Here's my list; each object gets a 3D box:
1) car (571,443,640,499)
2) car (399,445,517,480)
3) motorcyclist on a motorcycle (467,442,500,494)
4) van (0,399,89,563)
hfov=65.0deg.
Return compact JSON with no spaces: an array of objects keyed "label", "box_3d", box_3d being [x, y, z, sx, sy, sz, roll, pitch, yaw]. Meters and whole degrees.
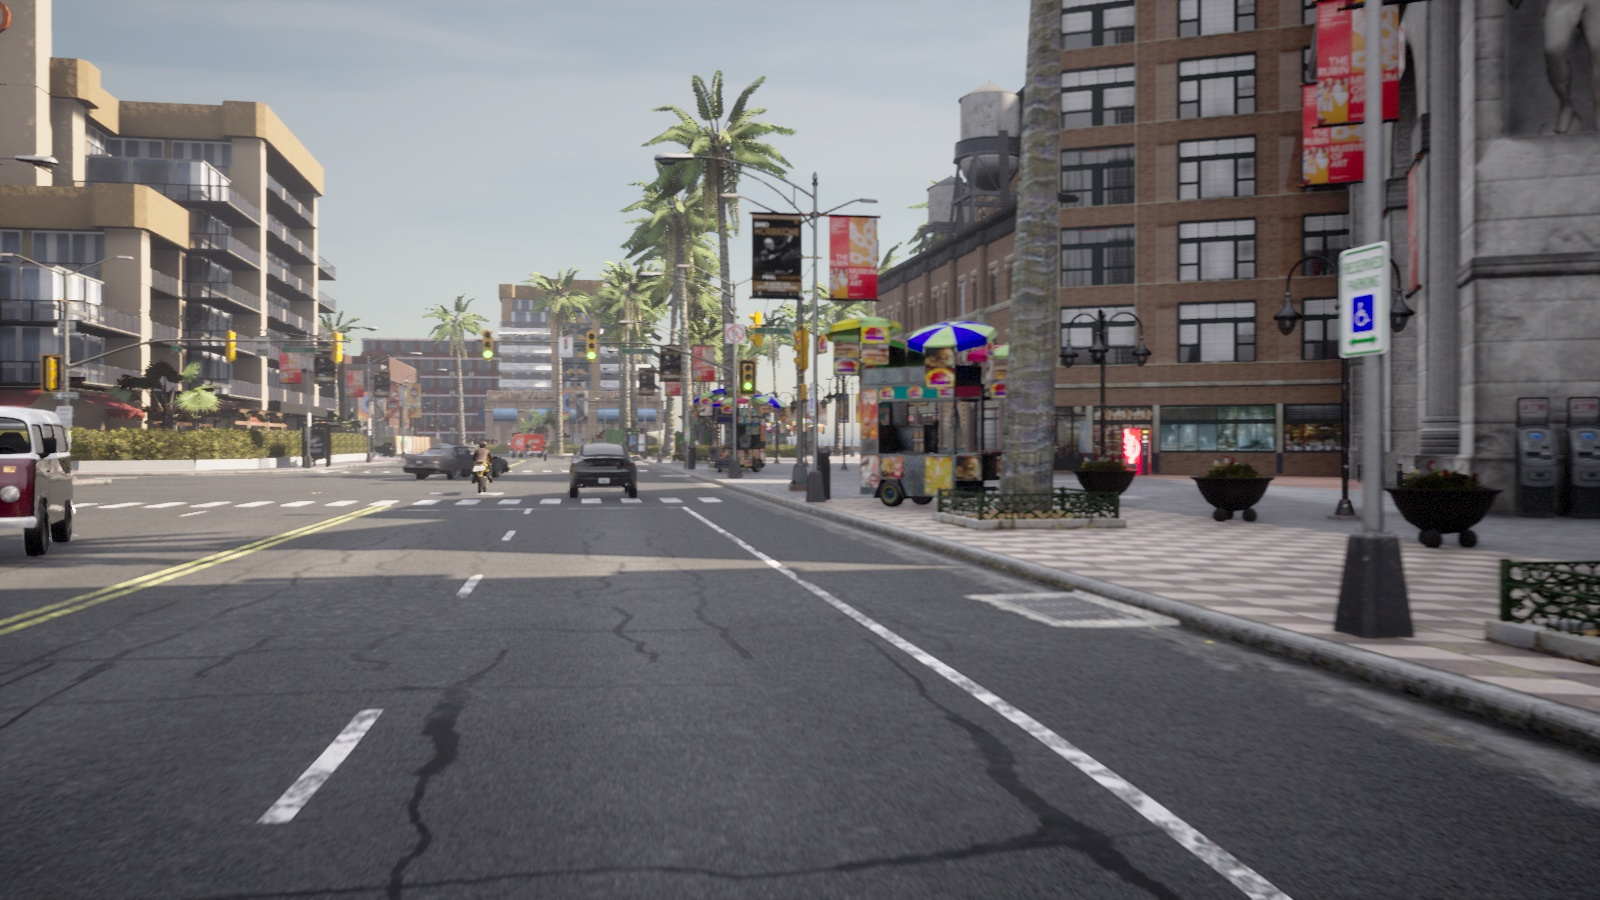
[{"label":"car","box_3d":[-5.618,0.549,35.990,1.837,1.490,4.892,0,0,-10]},{"label":"car","box_3d":[-14.374,0.495,53.146,2.033,1.411,5.357,0,0,21]},{"label":"motorcyclist on a motorcycle","box_3d":[-9.423,0.518,37.457,0.797,1.523,2.044,0,0,-10]},{"label":"van","box_3d":[-11.268,0.373,17.350,2.069,2.038,4.480,0,0,-24]}]
